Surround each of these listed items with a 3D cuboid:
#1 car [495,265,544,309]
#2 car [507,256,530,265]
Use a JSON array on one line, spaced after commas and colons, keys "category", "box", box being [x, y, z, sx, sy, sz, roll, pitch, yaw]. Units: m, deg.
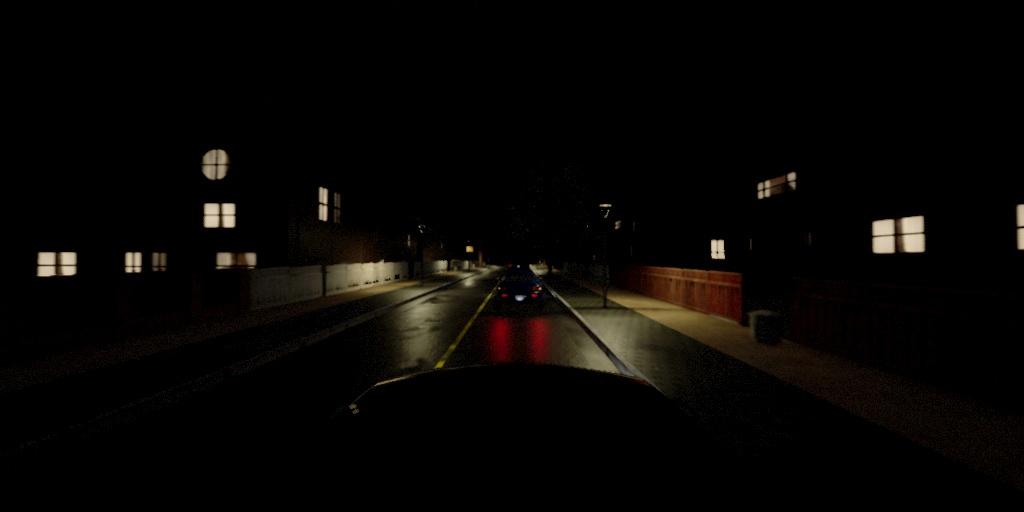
[{"category": "car", "box": [0.303, 1.285, 14.785, 1.812, 1.442, 4.674, 0, 0, 1]}, {"category": "car", "box": [0.652, 1.068, 36.042, 2.150, 2.045, 5.566, 0, 0, 1]}]
